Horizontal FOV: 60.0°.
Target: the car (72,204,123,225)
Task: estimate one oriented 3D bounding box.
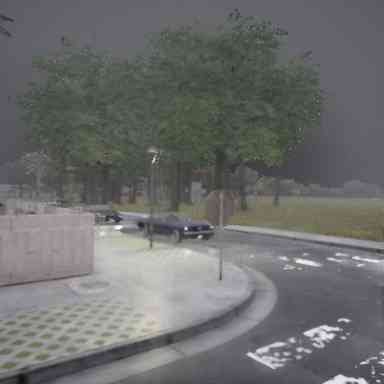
[{"bbox_3d":[-7.144,1.622,25.519,2.033,1.411,5.357,1,0,-36],"label":"car"}]

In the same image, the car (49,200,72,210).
[{"bbox_3d":[-13.544,1.583,34.578,1.812,1.442,4.674,1,-1,-35],"label":"car"}]

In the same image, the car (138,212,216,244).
[{"bbox_3d":[-0.896,1.693,16.689,1.895,1.301,4.718,1,0,-35],"label":"car"}]
